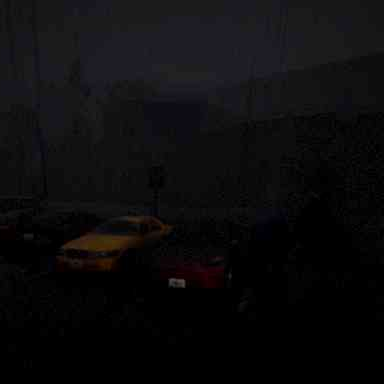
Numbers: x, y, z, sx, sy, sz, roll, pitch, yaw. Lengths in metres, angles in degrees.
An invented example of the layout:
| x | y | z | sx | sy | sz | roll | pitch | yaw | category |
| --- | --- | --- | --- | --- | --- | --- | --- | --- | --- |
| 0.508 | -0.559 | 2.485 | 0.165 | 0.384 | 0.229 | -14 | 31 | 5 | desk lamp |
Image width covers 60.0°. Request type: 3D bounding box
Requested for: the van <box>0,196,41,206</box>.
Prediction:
| x | y | z | sx | sy | sz | roll | pitch | yaw | category |
| --- | --- | --- | --- | --- | --- | --- | --- | --- | --- |
| -9.395 | 1.173 | 16.059 | 1.878 | 1.987 | 4.442 | 1 | 0 | 16 | van |

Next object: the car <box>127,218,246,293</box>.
| x | y | z | sx | sy | sz | roll | pitch | yaw | category |
| --- | --- | --- | --- | --- | --- | --- | --- | --- | --- |
| 0.335 | 1.508 | 9.211 | 2.163 | 1.488 | 4.792 | 1 | 0 | 16 | car |

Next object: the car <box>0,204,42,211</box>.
| x | y | z | sx | sy | sz | roll | pitch | yaw | category |
| --- | --- | --- | --- | --- | --- | --- | --- | --- | --- |
| -6.953 | 1.465 | 14.439 | 2.002 | 1.452 | 4.674 | 0 | 0 | 16 | car |

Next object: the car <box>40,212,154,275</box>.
| x | y | z | sx | sy | sz | roll | pitch | yaw | category |
| --- | --- | --- | --- | --- | --- | --- | --- | --- | --- |
| -2.131 | 1.461 | 10.794 | 1.946 | 1.575 | 5.366 | 1 | 0 | 15 | car |

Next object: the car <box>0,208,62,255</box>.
| x | y | z | sx | sy | sz | roll | pitch | yaw | category |
| --- | --- | --- | --- | --- | --- | --- | --- | --- | --- |
| -4.515 | 1.480 | 12.738 | 2.163 | 1.488 | 4.792 | 0 | 0 | 16 | car |
